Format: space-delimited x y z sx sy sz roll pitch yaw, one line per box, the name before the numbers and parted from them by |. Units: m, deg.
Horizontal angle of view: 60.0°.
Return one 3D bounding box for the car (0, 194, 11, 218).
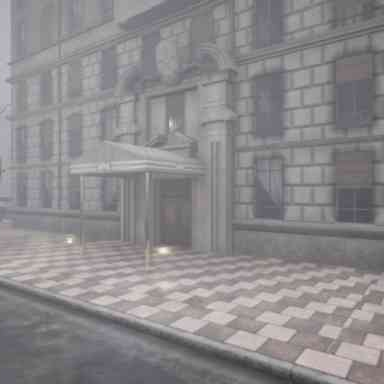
car | -16.490 1.277 30.818 2.150 2.045 5.566 0 0 35
